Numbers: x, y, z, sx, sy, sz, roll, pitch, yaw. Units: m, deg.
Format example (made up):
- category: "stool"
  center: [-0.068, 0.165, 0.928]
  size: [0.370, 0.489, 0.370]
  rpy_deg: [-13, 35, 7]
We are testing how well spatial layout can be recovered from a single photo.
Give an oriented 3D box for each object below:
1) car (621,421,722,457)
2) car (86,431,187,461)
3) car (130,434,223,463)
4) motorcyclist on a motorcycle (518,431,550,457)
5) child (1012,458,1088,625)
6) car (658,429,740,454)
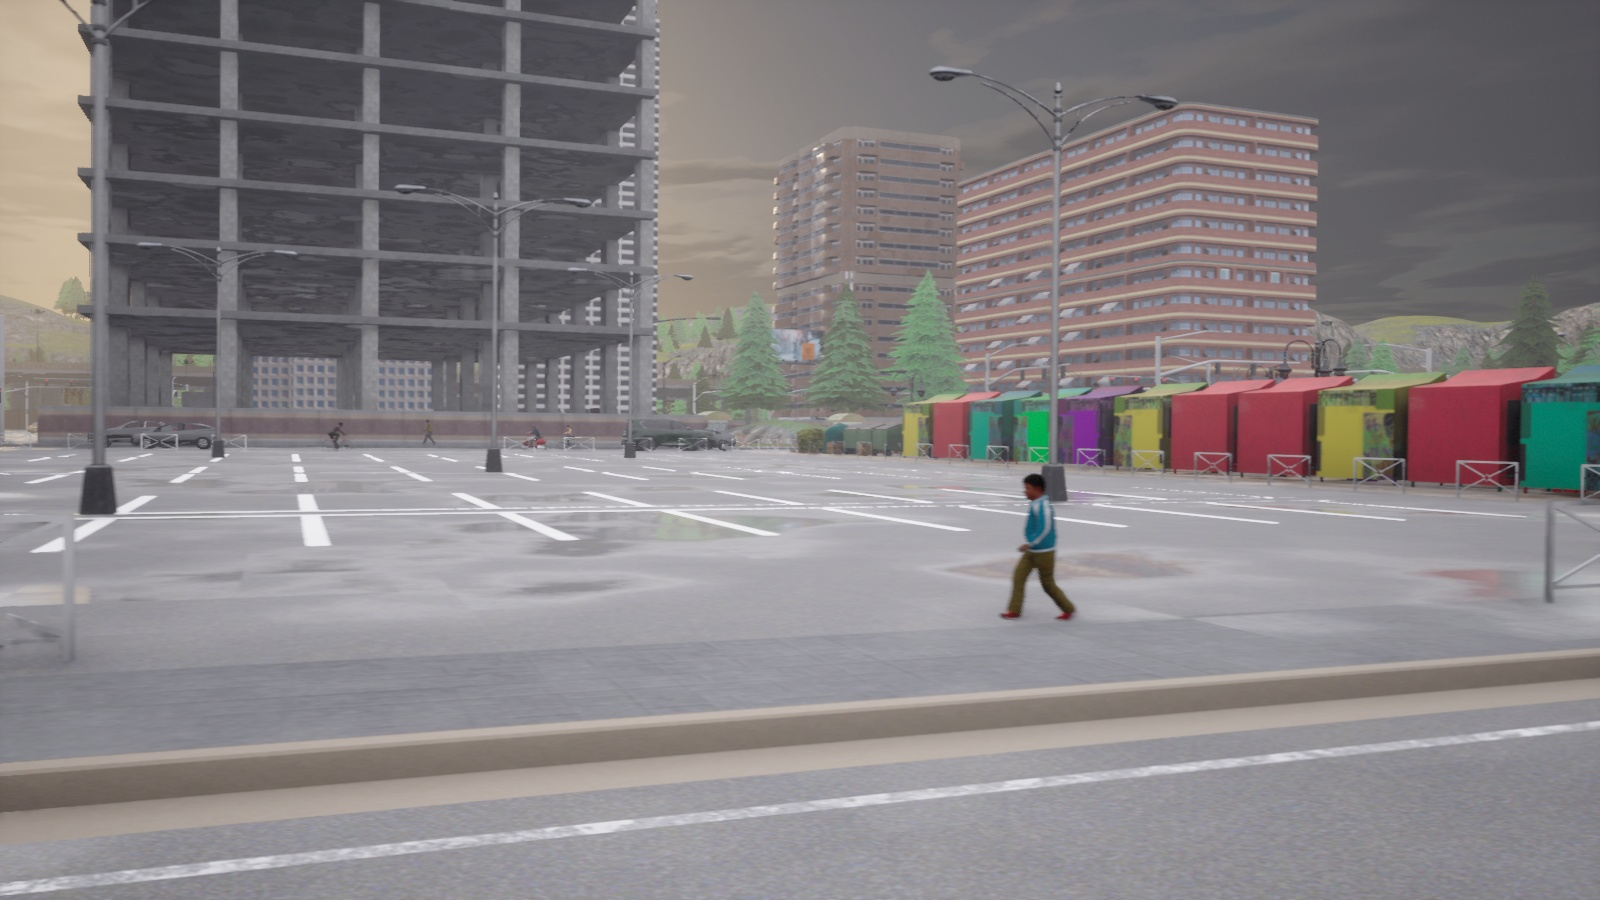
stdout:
- category: "car"
  center: [-7.644, -0.671, 74.524]
  size: [5.566, 2.045, 2.150]
  rpy_deg: [-1, 1, -23]
- category: "car"
  center: [-38.518, -0.254, 73.055]
  size: [5.027, 1.651, 2.152]
  rpy_deg: [-1, 1, -23]
- category: "car"
  center: [-35.044, -0.085, 70.711]
  size: [4.514, 1.525, 2.007]
  rpy_deg: [-1, 1, -23]
- category: "motorcyclist on a motorcycle"
  center: [-16.613, -0.402, 78.378]
  size: [1.817, 1.590, 0.866]
  rpy_deg: [-1, 1, -23]
- category: "child"
  center: [1.846, 0.665, 9.291]
  size: [0.448, 1.192, 0.343]
  rpy_deg: [-1, 1, -10]
- category: "car"
  center: [-6.631, -0.575, 82.529]
  size: [4.902, 1.511, 2.128]
  rpy_deg: [-1, 1, -23]
